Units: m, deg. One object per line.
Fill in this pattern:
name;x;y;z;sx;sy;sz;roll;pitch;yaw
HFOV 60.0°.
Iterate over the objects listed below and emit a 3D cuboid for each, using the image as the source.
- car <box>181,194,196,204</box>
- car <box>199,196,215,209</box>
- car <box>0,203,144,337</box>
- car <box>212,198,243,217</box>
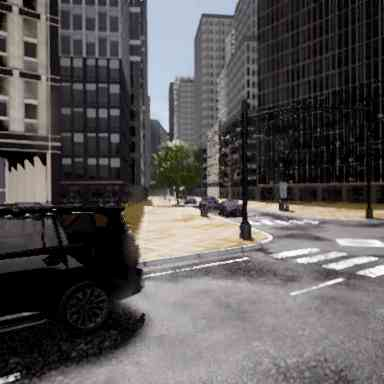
car;-0.325;1.607;64.124;2.033;1.411;5.357;-1;0;-7
car;2.262;1.348;42.770;2.097;1.767;4.553;-1;0;-7
car;-3.466;1.236;5.086;5.566;2.045;2.150;-1;0;-36
car;3.658;1.511;31.578;2.033;1.411;5.357;-1;0;-7
